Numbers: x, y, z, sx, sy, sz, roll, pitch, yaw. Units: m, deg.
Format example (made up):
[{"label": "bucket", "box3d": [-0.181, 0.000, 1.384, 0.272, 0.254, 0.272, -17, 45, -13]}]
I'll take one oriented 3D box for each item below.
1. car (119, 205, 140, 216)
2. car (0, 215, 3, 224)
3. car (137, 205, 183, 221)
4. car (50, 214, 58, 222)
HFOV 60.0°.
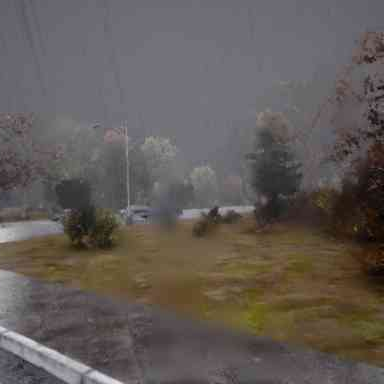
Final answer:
[{"label": "car", "box3d": [-7.870, 2.488, 45.392, 2.128, 1.511, 4.902, -3, -2, 32]}, {"label": "car", "box3d": [-18.872, 2.436, 28.341, 1.837, 1.490, 4.892, -3, -2, 35]}, {"label": "car", "box3d": [-2.918, 2.106, 33.249, 1.895, 1.301, 4.718, -3, -2, 32]}, {"label": "car", "box3d": [-13.428, 2.515, 36.650, 1.994, 1.385, 4.181, -3, -2, 32]}]
